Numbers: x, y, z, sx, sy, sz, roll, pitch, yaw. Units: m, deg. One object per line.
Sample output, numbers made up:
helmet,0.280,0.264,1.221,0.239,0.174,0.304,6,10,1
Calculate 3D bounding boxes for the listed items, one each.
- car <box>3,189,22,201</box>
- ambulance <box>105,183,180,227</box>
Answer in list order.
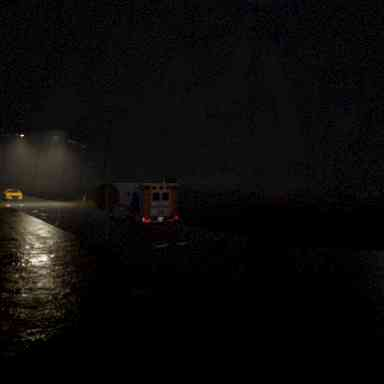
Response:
car,-24.608,0.362,45.641,1.882,1.535,5.008,0,1,-35
ambulance,-3.355,0.695,20.308,2.351,2.431,6.366,0,1,-35
